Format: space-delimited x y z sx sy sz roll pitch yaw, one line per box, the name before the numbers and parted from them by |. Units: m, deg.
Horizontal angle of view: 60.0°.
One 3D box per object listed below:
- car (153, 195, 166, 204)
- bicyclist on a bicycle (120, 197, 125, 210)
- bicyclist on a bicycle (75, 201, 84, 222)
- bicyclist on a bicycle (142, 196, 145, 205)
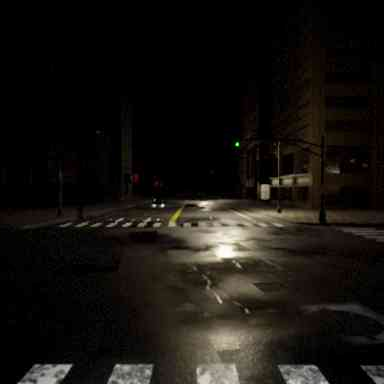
car | -6.369 1.542 65.629 2.097 1.767 4.553 0 0 0
bicyclist on a bicycle | -8.673 1.464 41.159 0.659 1.776 1.843 0 0 0
bicyclist on a bicycle | -8.689 1.512 25.735 0.582 1.620 1.656 0 0 0
bicyclist on a bicycle | -8.642 1.590 59.296 0.582 1.620 1.656 0 0 0
